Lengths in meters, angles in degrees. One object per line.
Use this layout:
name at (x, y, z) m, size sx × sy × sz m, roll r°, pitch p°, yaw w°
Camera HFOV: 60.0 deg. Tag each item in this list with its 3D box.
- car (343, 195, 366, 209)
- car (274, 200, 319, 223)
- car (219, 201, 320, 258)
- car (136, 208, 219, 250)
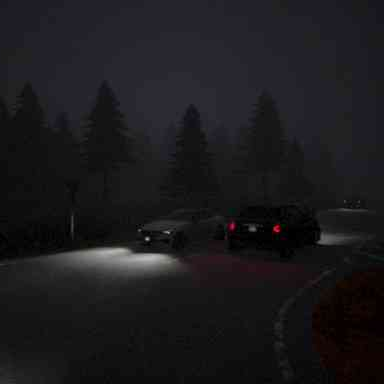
car at (20.861, 1.233, 42.670) m, size 2.097 × 1.767 × 4.553 m, roll 0°, pitch 0°, yaw 36°
car at (7.995, 1.402, 25.131) m, size 1.812 × 1.442 × 4.674 m, roll 0°, pitch 0°, yaw 36°
car at (3.190, 1.220, 12.418) m, size 2.097 × 1.767 × 4.553 m, roll 0°, pitch 0°, yaw 36°
car at (-0.237, 1.397, 13.836) m, size 1.812 × 1.442 × 4.674 m, roll 0°, pitch 0°, yaw 36°
